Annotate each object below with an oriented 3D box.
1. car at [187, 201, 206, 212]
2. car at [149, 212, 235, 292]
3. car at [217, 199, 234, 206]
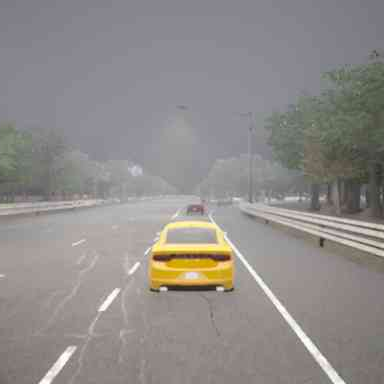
[{"bbox_3d":[0.524,1.720,38.194,1.882,1.535,5.008,0,0,5],"label":"car"},{"bbox_3d":[-0.003,1.536,9.111,1.882,1.535,5.008,0,0,0],"label":"car"},{"bbox_3d":[6.248,1.935,61.997,2.033,1.411,5.357,0,0,22],"label":"car"}]
